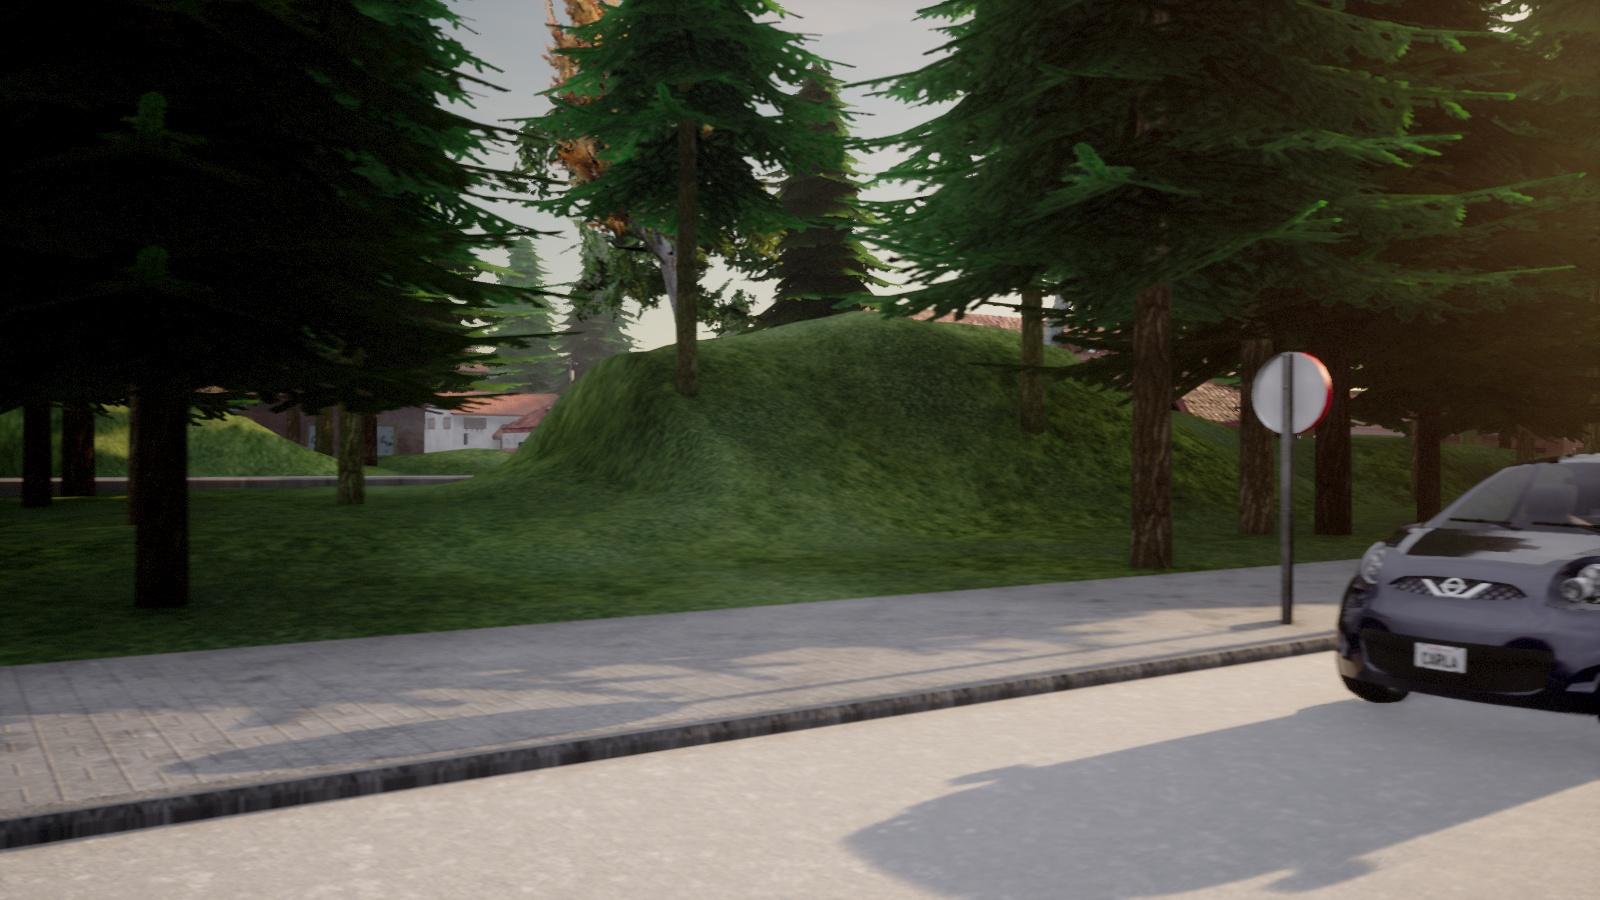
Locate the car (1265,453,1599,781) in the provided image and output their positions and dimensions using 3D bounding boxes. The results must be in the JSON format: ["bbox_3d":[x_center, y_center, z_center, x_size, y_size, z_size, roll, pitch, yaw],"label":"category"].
[{"bbox_3d":[4.709,0.779,7.546,3.633,1.501,1.845,0,0,-35],"label":"car"}]
